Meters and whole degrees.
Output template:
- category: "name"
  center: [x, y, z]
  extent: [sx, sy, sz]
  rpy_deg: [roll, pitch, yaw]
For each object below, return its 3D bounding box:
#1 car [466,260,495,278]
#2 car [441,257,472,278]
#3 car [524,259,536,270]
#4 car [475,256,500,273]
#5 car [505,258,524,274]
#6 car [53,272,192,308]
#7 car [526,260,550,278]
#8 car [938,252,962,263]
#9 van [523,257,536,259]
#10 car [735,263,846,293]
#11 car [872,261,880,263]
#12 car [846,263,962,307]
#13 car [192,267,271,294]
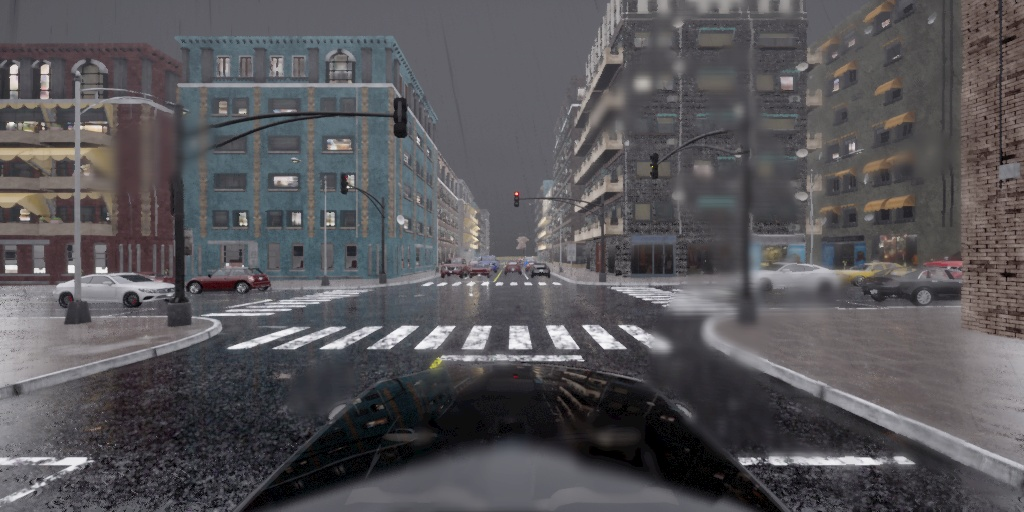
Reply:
- category: "car"
  center: [-2.844, 1.347, 33.338]
  extent: [1.895, 1.301, 4.718]
  rpy_deg: [0, 0, 0]
- category: "car"
  center: [-5.310, 1.060, 33.545]
  extent: [2.192, 1.841, 5.009]
  rpy_deg: [0, 0, 0]
- category: "car"
  center: [2.573, 1.323, 44.648]
  extent: [1.802, 1.307, 4.207]
  rpy_deg: [0, 0, 0]
- category: "car"
  center: [-2.841, 0.963, 43.314]
  extent: [2.150, 2.045, 5.566]
  rpy_deg: [0, 0, 0]
- category: "car"
  center: [0.126, 1.268, 41.398]
  extent: [1.812, 1.442, 4.674]
  rpy_deg: [0, 0, 0]
- category: "car"
  center: [-17.498, 1.472, 15.968]
  extent: [4.674, 1.442, 1.812]
  rpy_deg: [-1, 0, 2]
- category: "car"
  center: [2.571, 1.311, 33.544]
  extent: [1.948, 1.339, 4.313]
  rpy_deg: [0, 0, 0]
- category: "car"
  center: [24.744, 0.649, 18.594]
  extent: [5.566, 2.045, 2.150]
  rpy_deg: [-1, 0, 1]
- category: "van"
  center: [2.574, 1.078, 50.201]
  extent: [1.690, 1.789, 3.998]
  rpy_deg: [0, 0, 0]
- category: "car"
  center: [14.266, 1.083, 18.676]
  extent: [4.674, 1.442, 1.812]
  rpy_deg: [-1, 0, 2]
- category: "car"
  center: [21.137, 1.000, 21.088]
  extent: [4.829, 1.417, 1.751]
  rpy_deg: [0, 0, 0]
- category: "car"
  center: [15.604, 1.082, 13.250]
  extent: [4.403, 1.370, 2.007]
  rpy_deg: [0, 0, 0]
- category: "car"
  center: [-16.902, 1.388, 21.395]
  extent: [4.097, 1.591, 1.967]
  rpy_deg: [0, 0, 0]
